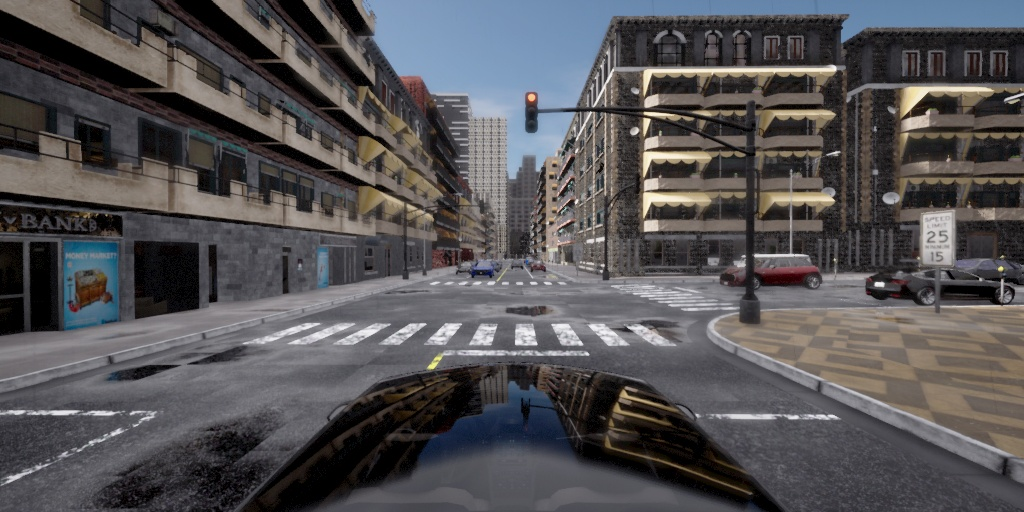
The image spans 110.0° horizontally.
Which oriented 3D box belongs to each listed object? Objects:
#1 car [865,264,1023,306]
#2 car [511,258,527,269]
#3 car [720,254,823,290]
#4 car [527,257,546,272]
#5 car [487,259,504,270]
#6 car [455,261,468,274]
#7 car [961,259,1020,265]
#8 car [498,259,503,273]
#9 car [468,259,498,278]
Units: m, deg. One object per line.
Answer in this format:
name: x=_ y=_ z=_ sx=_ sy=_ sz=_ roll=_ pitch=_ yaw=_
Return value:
car: x=15.918 y=1.077 z=13.502 sx=4.313 sy=1.339 sz=1.948 roll=0 pitch=0 yaw=0
car: x=0.809 y=1.313 z=57.373 sx=2.033 sy=1.411 sz=5.357 roll=0 pitch=0 yaw=-1
car: x=13.778 y=0.849 z=19.307 sx=4.553 sy=1.767 sz=2.097 roll=-1 pitch=0 yaw=1
car: x=3.239 y=1.198 z=45.451 sx=1.967 sy=1.591 sz=4.097 roll=0 pitch=0 yaw=1
car: x=-2.432 y=1.255 z=53.997 sx=2.128 sy=1.511 sz=4.902 roll=0 pitch=0 yaw=1
car: x=-5.211 y=1.305 z=40.036 sx=2.007 sy=1.370 sz=4.403 roll=0 pitch=0 yaw=1
car: x=24.971 y=0.867 z=19.300 sx=5.357 sy=1.411 sz=2.033 roll=-1 pitch=0 yaw=0
car: x=-2.557 y=1.321 z=44.022 sx=1.994 sy=1.385 sz=4.181 roll=0 pitch=0 yaw=2
car: x=-2.696 y=1.230 z=34.065 sx=1.882 sy=1.535 sz=5.008 roll=0 pitch=0 yaw=1
